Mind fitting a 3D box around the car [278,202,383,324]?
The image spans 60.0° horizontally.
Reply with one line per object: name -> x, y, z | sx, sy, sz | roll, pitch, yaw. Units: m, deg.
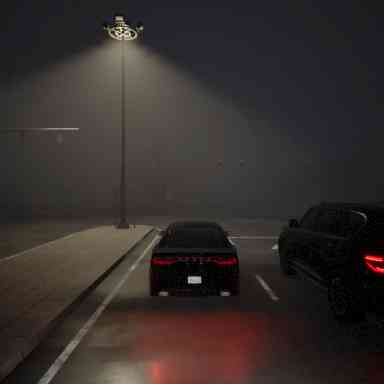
car -> 3.566, 1.221, 7.287 | 2.150, 2.045, 5.566 | 0, 0, 0

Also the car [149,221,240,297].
car -> 0.063, 1.478, 8.634 | 1.882, 1.535, 5.008 | 0, 0, 0
